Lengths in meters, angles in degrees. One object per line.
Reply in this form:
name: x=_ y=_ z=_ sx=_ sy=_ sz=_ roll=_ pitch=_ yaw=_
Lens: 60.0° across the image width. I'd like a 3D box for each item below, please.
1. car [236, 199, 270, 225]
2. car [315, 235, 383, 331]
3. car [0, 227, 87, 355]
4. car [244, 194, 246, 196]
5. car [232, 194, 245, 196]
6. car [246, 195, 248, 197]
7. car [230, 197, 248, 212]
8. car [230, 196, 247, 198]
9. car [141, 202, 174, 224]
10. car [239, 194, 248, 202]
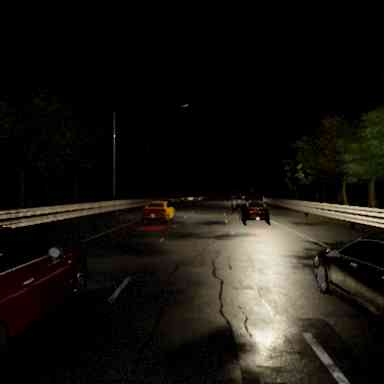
car: x=4.444 y=1.498 z=24.067 sx=1.837 sy=1.490 sz=4.892 roll=0 pitch=0 yaw=4
car: x=3.696 y=1.487 z=5.745 sx=1.837 sy=1.490 sz=4.892 roll=0 pitch=0 yaw=1
car: x=-3.306 y=1.333 z=5.286 sx=2.097 sy=1.767 sz=4.553 roll=0 pitch=0 yaw=1
car: x=9.953 y=1.768 z=70.333 sx=1.882 sy=1.535 sz=5.008 roll=0 pitch=-1 yaw=10
car: x=8.172 y=1.659 z=59.717 sx=1.882 sy=1.535 sz=5.008 roll=0 pitch=-1 yaw=9
car: x=12.019 y=1.891 z=80.919 sx=2.128 sy=1.511 sz=4.902 roll=0 pitch=-1 yaw=12
car: x=5.469 y=1.615 z=38.383 sx=1.895 sy=1.301 sz=4.718 roll=0 pitch=0 yaw=6
car: x=6.676 y=1.620 z=49.055 sx=2.033 sy=1.411 sz=5.357 roll=0 pitch=-1 yaw=7
car: x=-2.504 y=1.472 z=25.098 sx=1.882 sy=1.535 sz=5.008 roll=0 pitch=0 yaw=4
car: x=14.251 y=1.692 z=91.714 sx=2.150 sy=2.045 sz=5.566 roll=0 pitch=0 yaw=12
